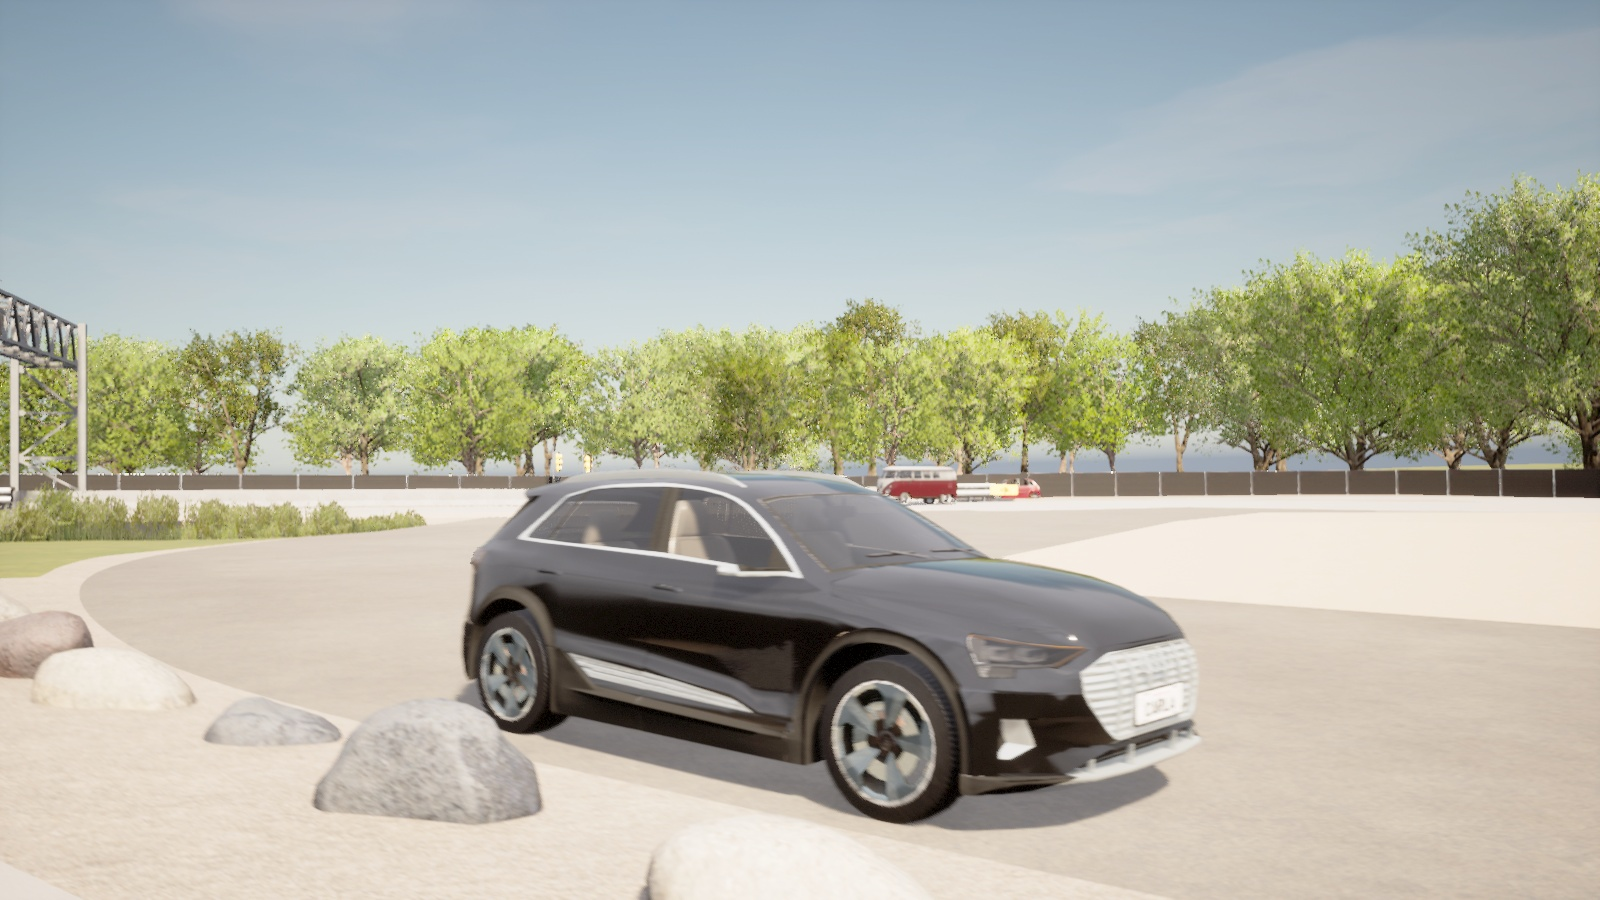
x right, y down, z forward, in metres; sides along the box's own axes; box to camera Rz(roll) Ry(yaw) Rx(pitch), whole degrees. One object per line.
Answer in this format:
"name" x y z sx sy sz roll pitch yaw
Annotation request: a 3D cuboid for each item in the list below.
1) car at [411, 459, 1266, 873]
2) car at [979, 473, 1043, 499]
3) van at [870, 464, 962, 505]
"car" -0.074 0.927 7.406 4.856 1.649 2.033 -2 -2 42
"car" 14.591 2.483 86.900 3.988 1.617 1.851 -2 -1 -4
"van" 5.997 1.761 64.775 4.442 1.987 1.775 -1 -1 -29
